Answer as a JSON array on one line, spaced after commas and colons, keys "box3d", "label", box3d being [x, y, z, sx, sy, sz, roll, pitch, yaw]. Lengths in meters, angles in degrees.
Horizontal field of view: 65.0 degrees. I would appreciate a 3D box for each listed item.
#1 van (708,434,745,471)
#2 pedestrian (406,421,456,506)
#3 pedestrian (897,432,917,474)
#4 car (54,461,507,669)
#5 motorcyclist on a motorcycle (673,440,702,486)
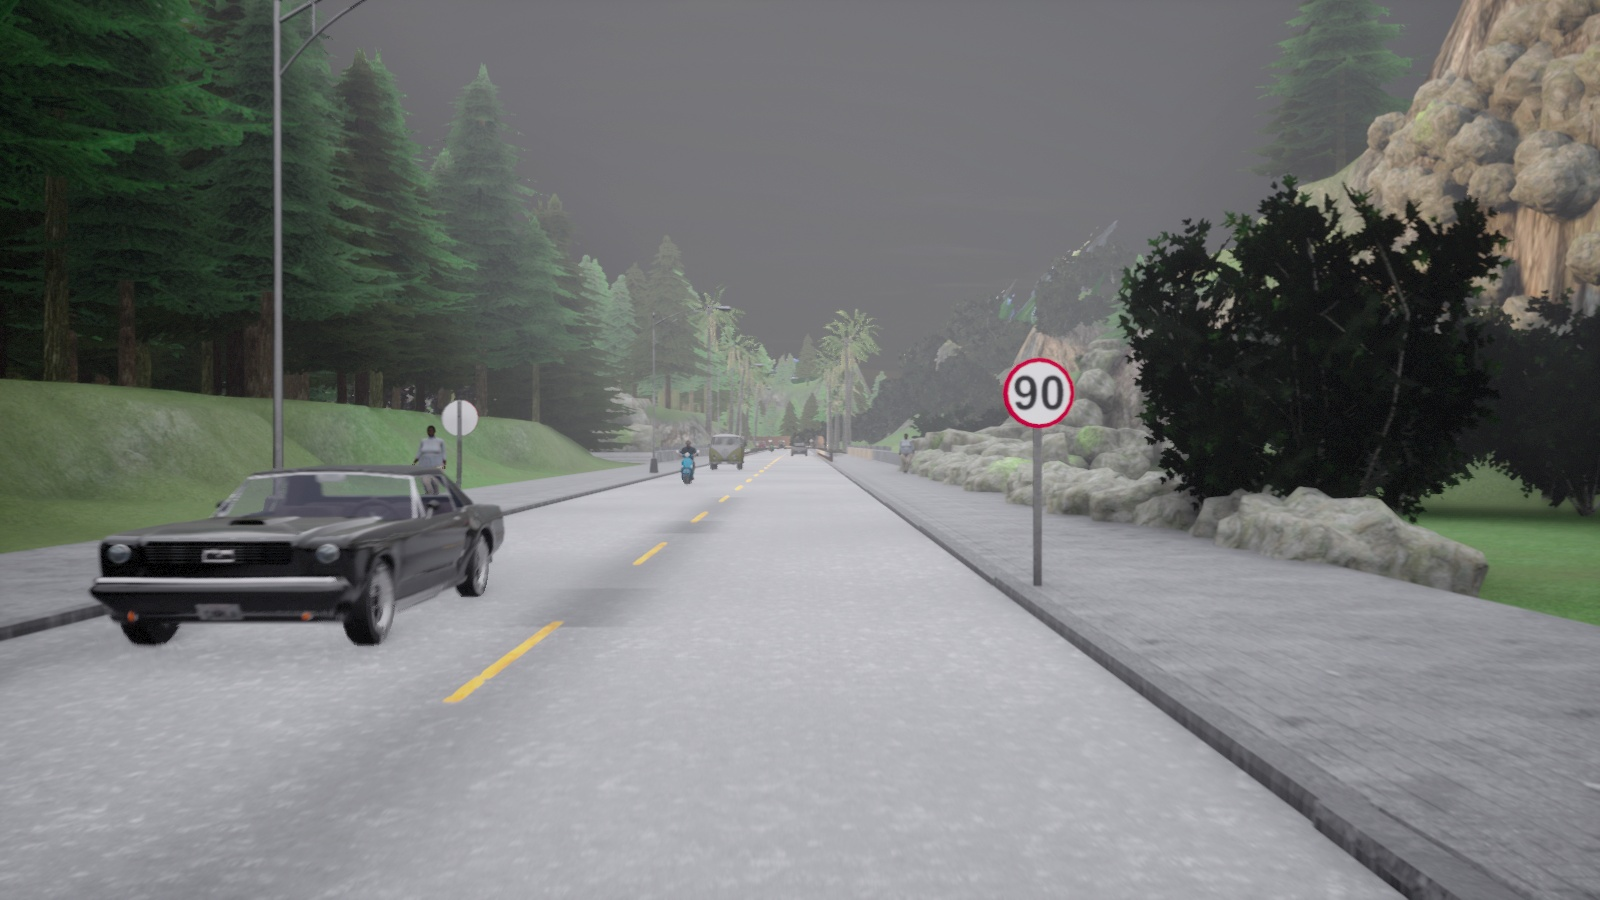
[{"box3d": [-4.006, 0.107, 69.102, 1.775, 1.987, 4.442, 0, 0, 0], "label": "van"}, {"box3d": [-8.136, 0.294, 27.714, 0.874, 1.855, 0.900, 0, 0, -2], "label": "pedestrian"}, {"box3d": [4.768, 0.144, 56.055, 0.874, 1.855, 0.900, 0, 0, 5], "label": "pedestrian"}, {"box3d": [-3.991, 0.784, 10.674, 1.895, 1.301, 4.718, 0, 0, 0], "label": "car"}, {"box3d": [-4.000, 0.444, 44.774, 0.866, 1.590, 1.817, 0, 0, 0], "label": "motorcyclist on a motorcycle"}]
